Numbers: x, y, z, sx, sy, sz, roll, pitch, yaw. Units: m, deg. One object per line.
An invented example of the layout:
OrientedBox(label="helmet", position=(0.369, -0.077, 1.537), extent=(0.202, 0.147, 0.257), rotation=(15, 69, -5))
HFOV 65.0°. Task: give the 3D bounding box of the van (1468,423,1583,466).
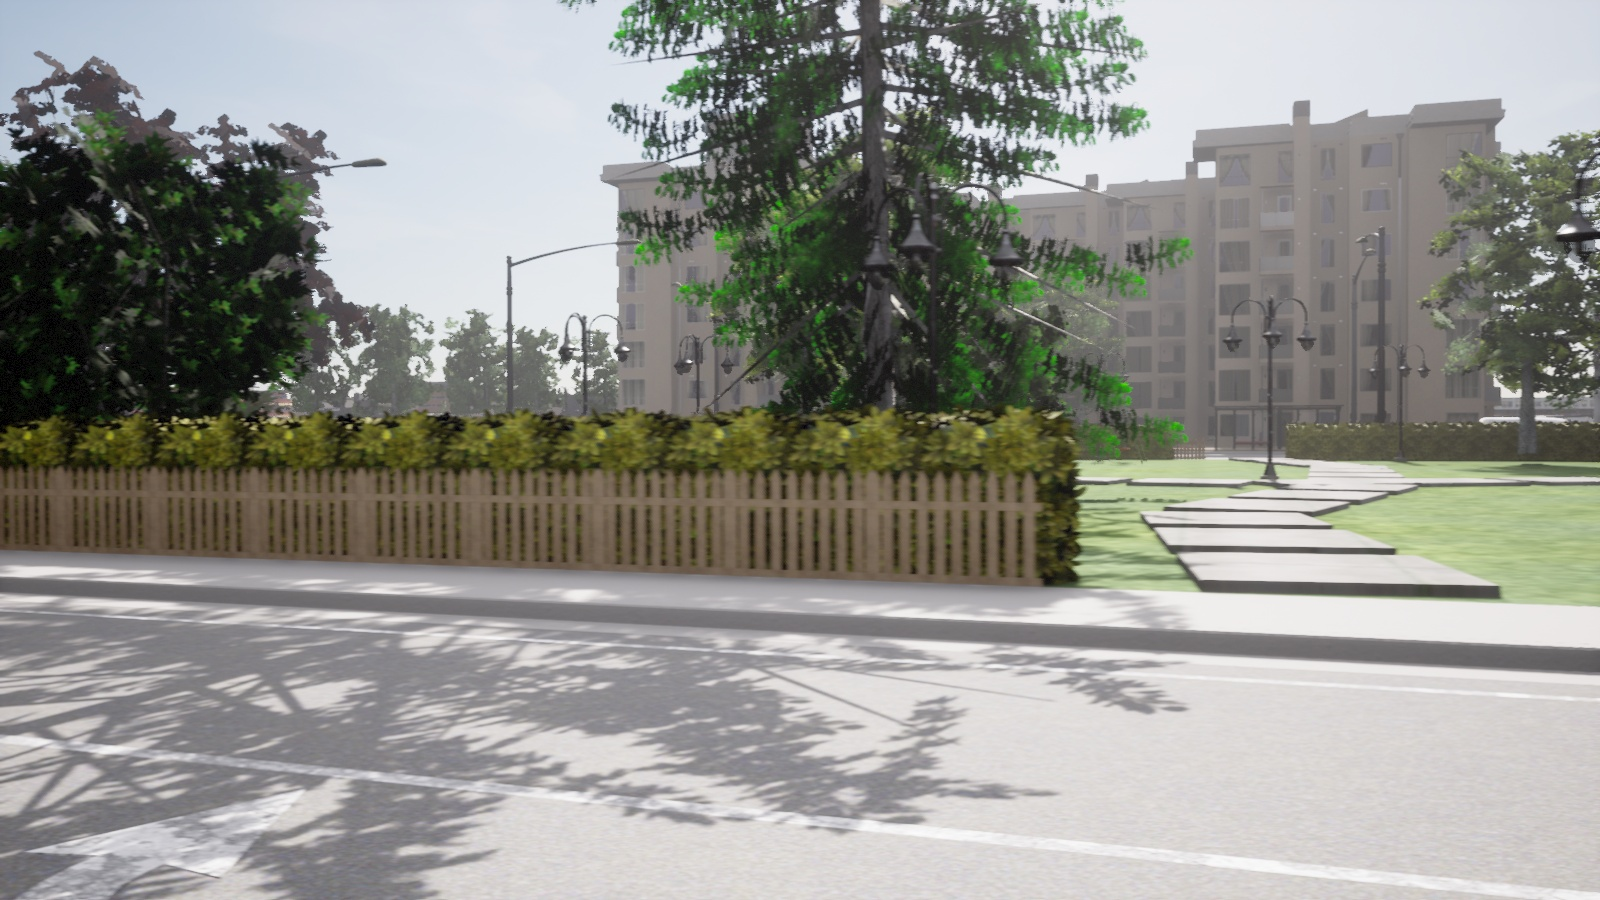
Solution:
OrientedBox(label="van", position=(34.945, -0.295, 60.636), extent=(4.480, 2.038, 2.069), rotation=(1, 1, 20))
